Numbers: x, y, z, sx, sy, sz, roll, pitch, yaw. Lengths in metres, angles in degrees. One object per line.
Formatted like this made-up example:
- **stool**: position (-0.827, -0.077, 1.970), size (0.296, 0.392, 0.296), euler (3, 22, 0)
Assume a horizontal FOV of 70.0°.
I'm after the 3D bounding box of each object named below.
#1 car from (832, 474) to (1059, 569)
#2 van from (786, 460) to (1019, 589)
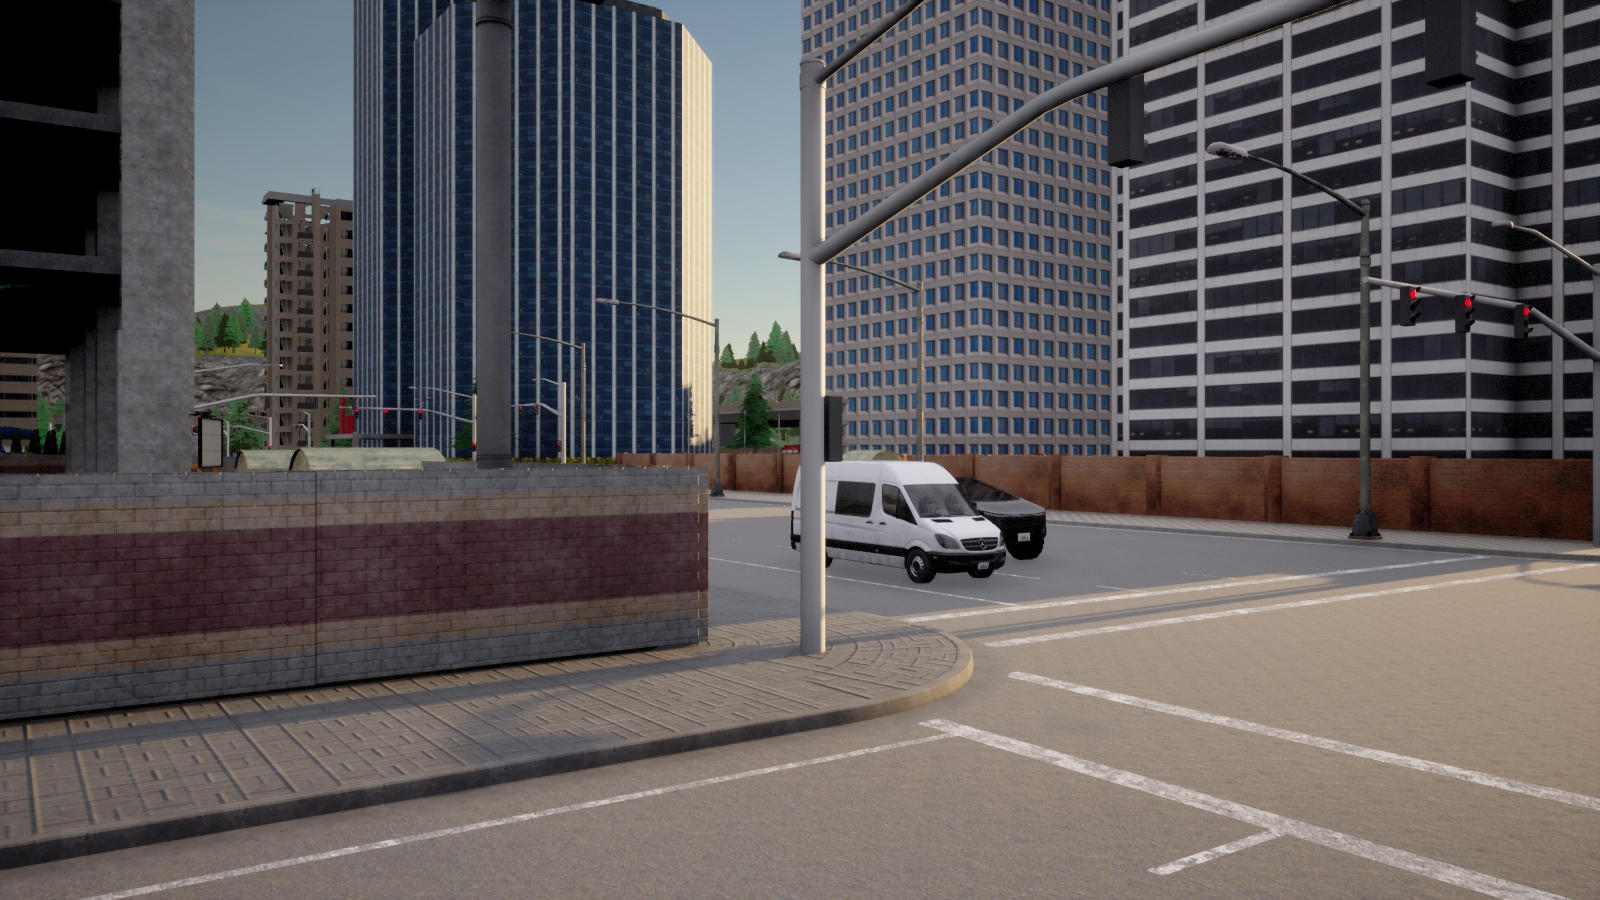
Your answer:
- **car**: position (3.654, 1.752, 30.193), size (2.390, 2.098, 6.274), euler (0, 0, -35)
- **van**: position (2.162, 1.533, 26.216), size (1.988, 2.561, 5.915), euler (0, 0, -35)
